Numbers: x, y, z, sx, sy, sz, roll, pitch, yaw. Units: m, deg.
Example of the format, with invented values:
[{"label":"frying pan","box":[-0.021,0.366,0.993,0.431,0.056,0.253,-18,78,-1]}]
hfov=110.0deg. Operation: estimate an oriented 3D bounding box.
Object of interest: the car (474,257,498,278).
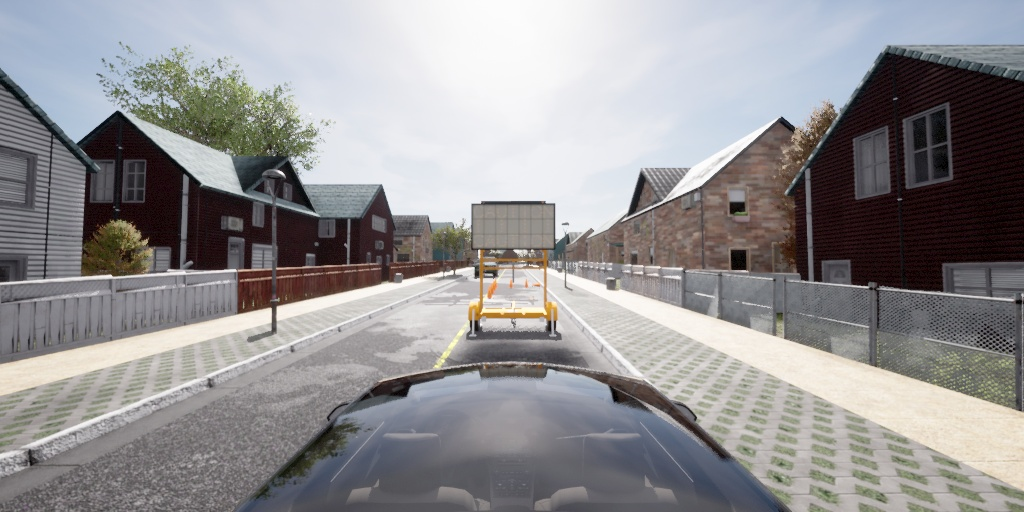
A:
[{"label":"car","box":[-2.576,1.088,36.397,2.150,2.045,5.566,0,0,0]}]

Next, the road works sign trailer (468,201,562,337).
[{"label":"road works sign trailer","box":[0.042,0.225,10.347,2.380,3.560,2.880,0,0,1]}]
